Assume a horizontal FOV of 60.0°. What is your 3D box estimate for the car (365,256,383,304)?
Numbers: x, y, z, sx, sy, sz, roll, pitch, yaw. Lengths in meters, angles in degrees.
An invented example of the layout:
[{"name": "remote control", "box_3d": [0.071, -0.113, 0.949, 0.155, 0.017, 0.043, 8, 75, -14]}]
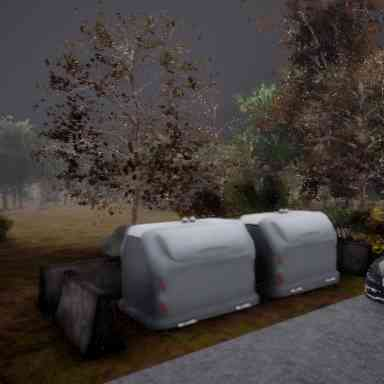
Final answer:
[{"name": "car", "box_3d": [5.582, 1.521, 7.061, 4.892, 1.490, 1.837, 0, 0, -36]}]
